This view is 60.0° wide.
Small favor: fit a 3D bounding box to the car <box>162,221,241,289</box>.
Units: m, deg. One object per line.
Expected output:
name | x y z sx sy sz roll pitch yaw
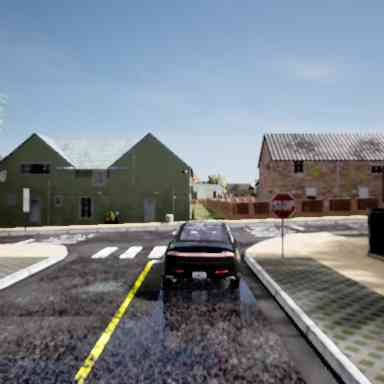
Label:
car | 0.372 1.590 9.540 2.128 1.511 4.902 0 -1 5
